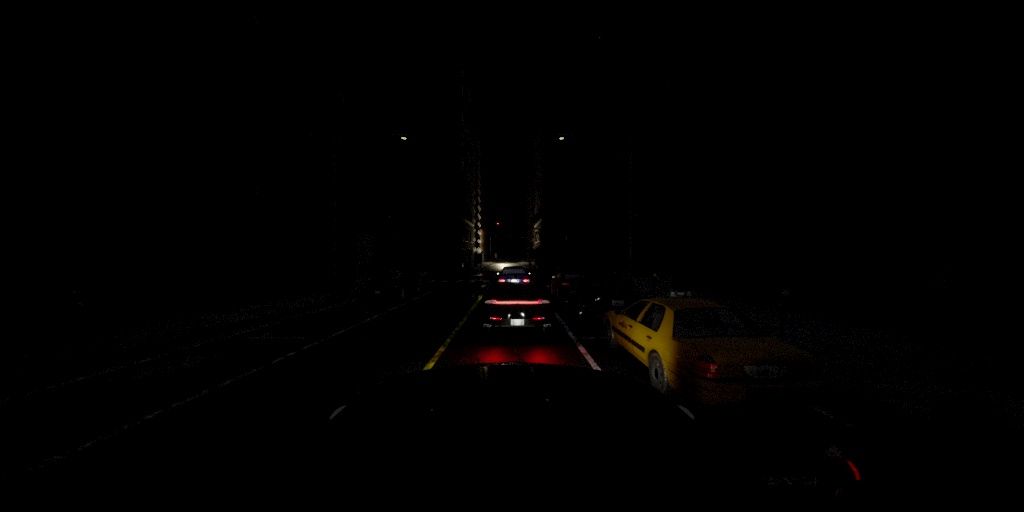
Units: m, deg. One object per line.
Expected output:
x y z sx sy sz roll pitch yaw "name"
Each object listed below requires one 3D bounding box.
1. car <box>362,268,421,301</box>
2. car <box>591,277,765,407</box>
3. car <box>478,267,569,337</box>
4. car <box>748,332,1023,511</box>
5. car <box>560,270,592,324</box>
-5.668 1.289 17.361 1.888 1.381 4.507 0 0 0 "car"
2.874 1.274 6.360 1.751 1.417 4.829 0 0 0 "car"
0.104 1.239 10.301 2.128 1.511 4.902 0 0 0 "car"
2.873 1.301 0.604 2.007 1.370 4.403 0 0 0 "car"
2.876 1.312 11.776 1.948 1.339 4.313 0 0 0 "car"
